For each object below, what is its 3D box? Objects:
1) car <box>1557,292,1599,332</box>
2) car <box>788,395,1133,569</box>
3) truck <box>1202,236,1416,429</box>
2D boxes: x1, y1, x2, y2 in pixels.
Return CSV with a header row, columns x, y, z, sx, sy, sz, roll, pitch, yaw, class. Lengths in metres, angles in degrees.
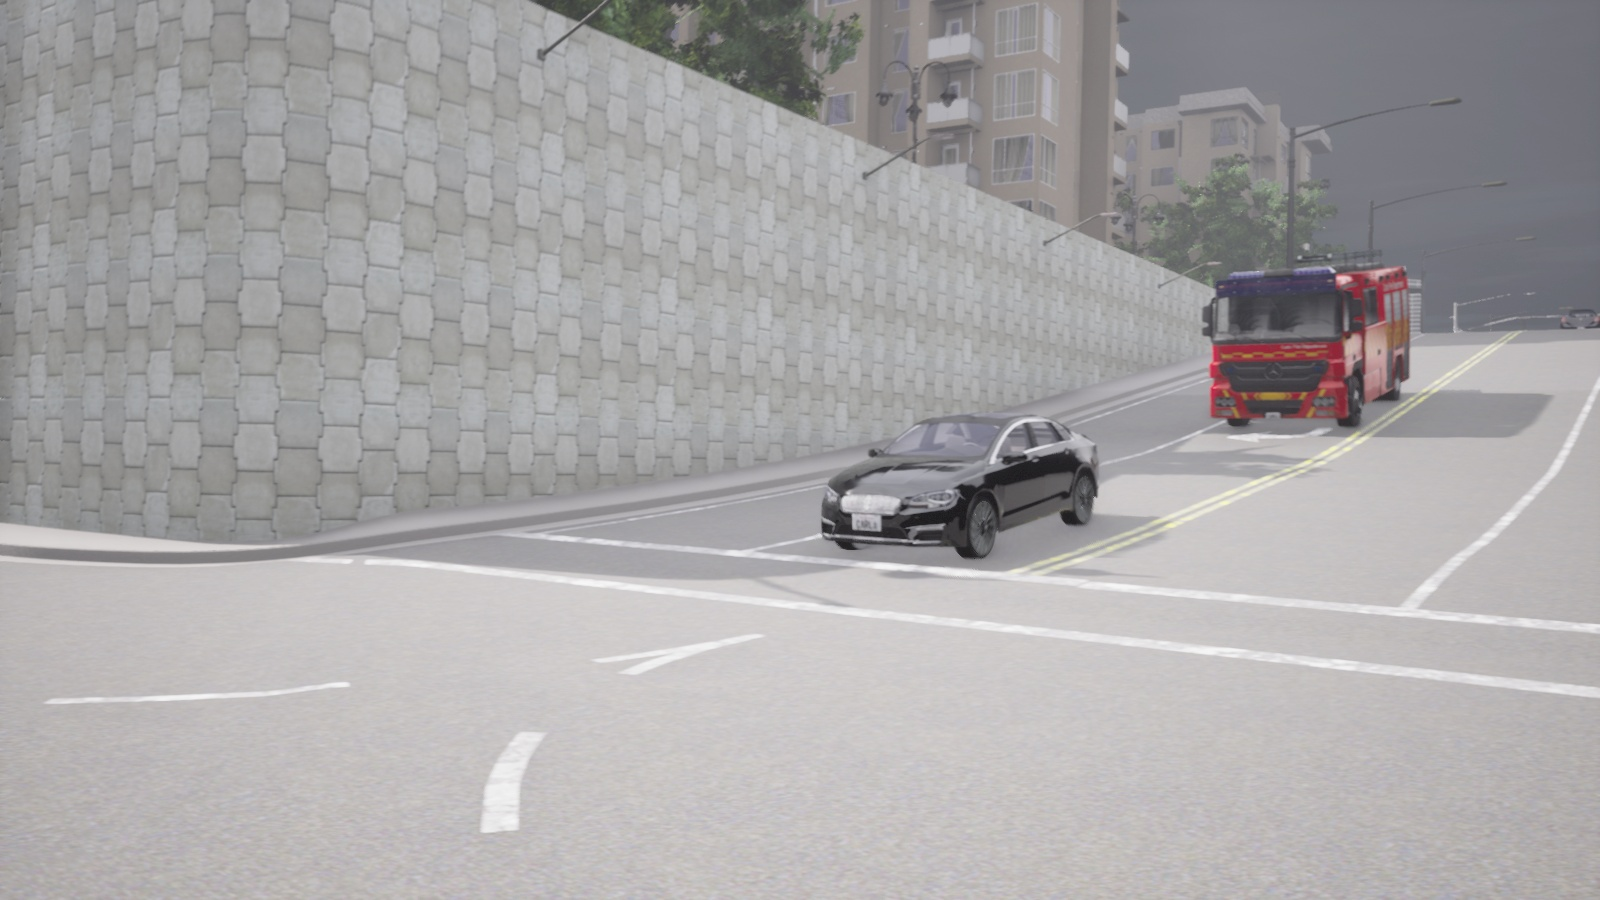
x,y,z,sx,sy,sz,roll,pitch,yaw,class
37.205,-6.513,59.730,1.845,1.501,3.633,1,1,35,car
2.167,0.237,15.404,2.128,1.511,4.902,0,6,35,car
12.526,-3.016,30.318,2.891,3.827,8.468,0,9,35,truck
